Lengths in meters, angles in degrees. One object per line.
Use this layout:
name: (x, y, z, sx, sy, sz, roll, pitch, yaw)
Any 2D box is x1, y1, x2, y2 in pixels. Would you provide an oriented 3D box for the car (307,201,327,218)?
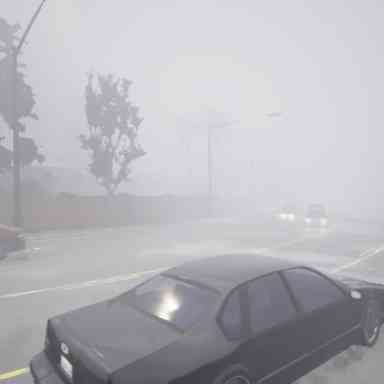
car: (13.675, 2.031, 36.521, 1.812, 1.442, 4.674, -1, -1, 21)

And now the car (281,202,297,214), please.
car: (13.586, 2.176, 46.274, 2.128, 1.511, 4.902, -1, -1, 21)

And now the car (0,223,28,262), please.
car: (-8.128, 1.666, 11.164, 4.674, 1.442, 1.812, 1, -1, -37)

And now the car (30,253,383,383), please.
car: (0.826, 1.598, 4.548, 5.357, 1.411, 2.033, 0, -1, -40)
